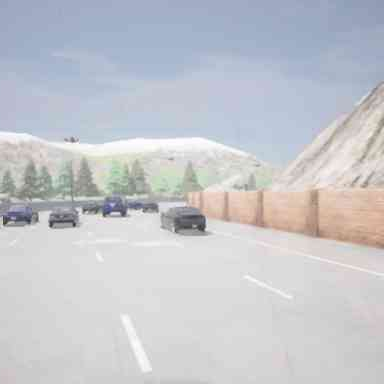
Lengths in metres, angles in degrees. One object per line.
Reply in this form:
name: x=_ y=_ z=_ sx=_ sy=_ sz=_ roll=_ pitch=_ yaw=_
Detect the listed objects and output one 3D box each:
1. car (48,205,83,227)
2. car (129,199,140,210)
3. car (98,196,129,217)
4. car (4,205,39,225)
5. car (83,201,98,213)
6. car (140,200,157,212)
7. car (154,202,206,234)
car: x=-9.616 y=1.751 z=25.109 sx=2.033 sy=1.411 sz=5.357 roll=0 pitch=0 yaw=-16
car: x=-8.486 y=1.790 z=47.748 sx=1.882 sy=1.535 sz=5.008 roll=0 pitch=0 yaw=4
car: x=-8.014 y=1.459 z=34.594 sx=2.150 sy=2.045 sz=5.566 roll=0 pitch=-1 yaw=-8
car: x=-13.511 y=1.768 z=26.436 sx=1.812 sy=1.442 sz=4.674 roll=0 pitch=0 yaw=-15
car: x=-12.043 y=1.797 z=40.669 sx=2.128 sy=1.511 sz=4.902 roll=0 pitch=0 yaw=-4
car: x=-5.163 y=1.766 z=42.669 sx=1.837 sy=1.490 sz=4.892 roll=-1 pitch=0 yaw=-2
car: x=-0.685 y=1.615 z=20.346 sx=1.837 sy=1.490 sz=4.892 roll=0 pitch=0 yaw=-20
